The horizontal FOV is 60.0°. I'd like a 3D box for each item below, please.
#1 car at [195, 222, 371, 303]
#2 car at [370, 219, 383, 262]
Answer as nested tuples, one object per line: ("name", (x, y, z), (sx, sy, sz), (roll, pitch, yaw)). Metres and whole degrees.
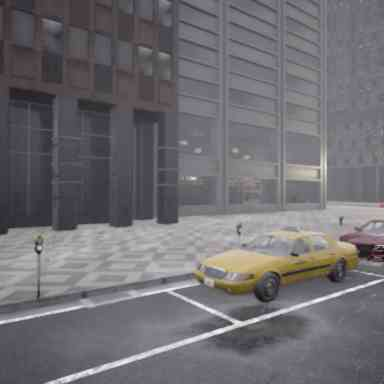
("car", (2.317, 1.576, 8.353), (4.829, 1.417, 1.752), (0, 0, -36))
("car", (6.942, 1.618, 11.677), (4.507, 1.381, 1.887), (0, 0, -36))
